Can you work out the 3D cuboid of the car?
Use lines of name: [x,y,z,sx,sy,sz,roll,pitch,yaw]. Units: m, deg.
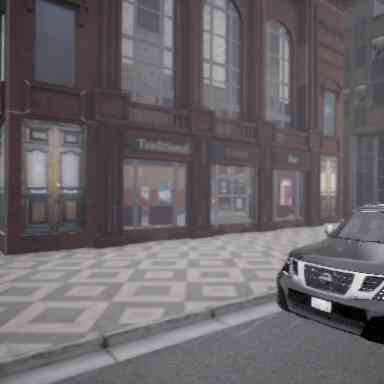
car: [4.063,1.225,6.245,5.566,2.045,2.150,0,0,-35]
